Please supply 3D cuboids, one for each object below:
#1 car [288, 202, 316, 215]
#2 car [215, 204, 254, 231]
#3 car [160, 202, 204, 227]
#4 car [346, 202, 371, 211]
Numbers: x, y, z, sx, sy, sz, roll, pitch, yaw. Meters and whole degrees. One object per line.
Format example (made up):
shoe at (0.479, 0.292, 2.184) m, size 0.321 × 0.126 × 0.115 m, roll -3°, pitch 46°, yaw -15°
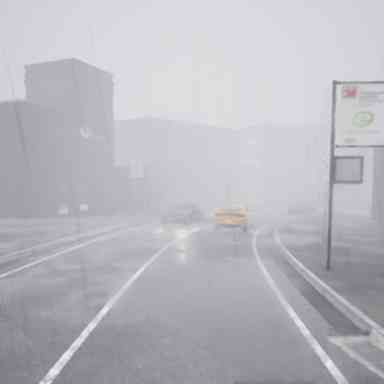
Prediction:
car at (12.881, 1.842, 38.775) m, size 1.994 × 1.385 × 4.181 m, roll 4°, pitch 1°, yaw 41°
car at (2.740, 1.501, 20.866) m, size 1.882 × 1.535 × 5.008 m, roll 1°, pitch 0°, yaw 16°
car at (-0.549, 1.442, 22.648) m, size 1.837 × 1.490 × 4.892 m, roll 1°, pitch 0°, yaw 19°
car at (27.266, 2.266, 54.084) m, size 4.718 × 1.301 × 1.895 m, roll 2°, pitch 3°, yaw -25°
